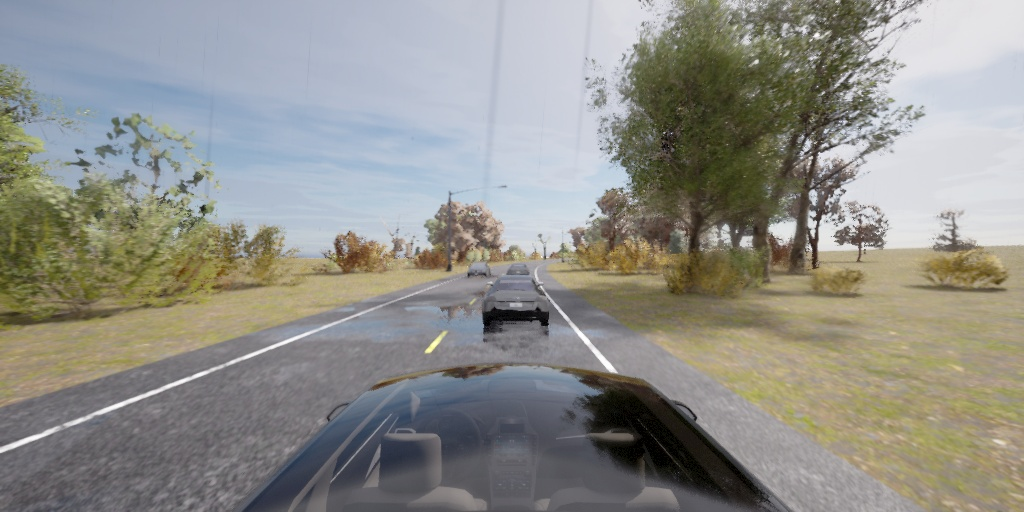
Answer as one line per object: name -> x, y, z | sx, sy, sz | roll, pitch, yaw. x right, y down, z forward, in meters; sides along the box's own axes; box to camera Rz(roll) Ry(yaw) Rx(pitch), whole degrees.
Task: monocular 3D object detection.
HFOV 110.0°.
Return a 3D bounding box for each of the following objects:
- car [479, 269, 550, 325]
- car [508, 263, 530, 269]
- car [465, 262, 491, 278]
car -> 0.121, 1.315, 11.853 | 1.994, 1.385, 4.181 | 0, 0, 0
car -> 0.616, 1.313, 31.917 | 1.994, 1.385, 4.181 | 0, 0, 2
car -> -3.012, 1.275, 33.508 | 1.812, 1.442, 4.674 | 0, 0, 3
